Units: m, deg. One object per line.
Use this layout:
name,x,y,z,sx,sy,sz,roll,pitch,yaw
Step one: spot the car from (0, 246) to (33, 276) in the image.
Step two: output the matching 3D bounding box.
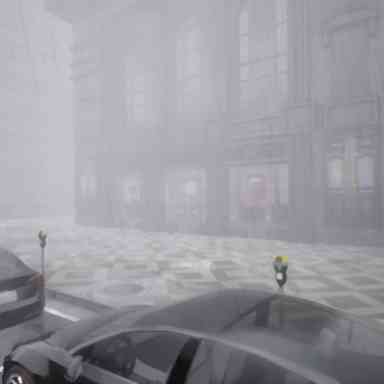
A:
car,-4.462,1.632,6.155,4.313,1.339,1.947,-1,-1,36

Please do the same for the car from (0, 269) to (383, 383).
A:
car,0.125,1.579,2.880,4.313,1.339,1.947,-1,-1,36
